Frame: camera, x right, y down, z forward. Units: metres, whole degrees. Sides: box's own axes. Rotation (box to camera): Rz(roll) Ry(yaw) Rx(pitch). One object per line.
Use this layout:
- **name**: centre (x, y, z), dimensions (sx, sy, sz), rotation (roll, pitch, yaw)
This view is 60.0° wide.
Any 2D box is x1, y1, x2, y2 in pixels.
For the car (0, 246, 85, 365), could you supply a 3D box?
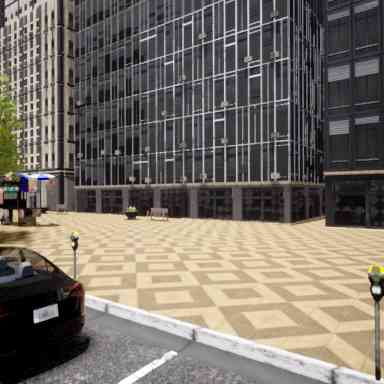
- **car**: centre (-3.531, 1.566, 5.406), dimensions (4.313, 1.339, 1.947), rotation (0, 0, 36)
